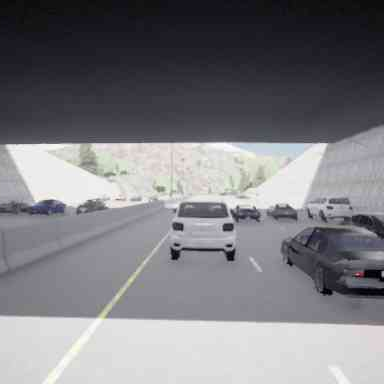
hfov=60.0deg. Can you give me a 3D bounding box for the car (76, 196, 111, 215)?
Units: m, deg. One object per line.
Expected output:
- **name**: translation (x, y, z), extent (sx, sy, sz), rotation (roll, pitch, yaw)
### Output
- **car**: translation (-9.735, 1.443, 32.470), extent (2.128, 1.511, 4.902), rotation (1, 0, 2)

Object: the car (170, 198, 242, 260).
- **car**: translation (0.415, 1.245, 12.796), extent (2.150, 2.045, 5.566), rotation (1, 0, 2)

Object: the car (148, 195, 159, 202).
- **car**: translation (-8.475, 1.483, 73.247), extent (2.128, 1.511, 4.902), rotation (1, 0, 2)

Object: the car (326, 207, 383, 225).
- **car**: translation (7.436, 1.600, 13.591), extent (1.837, 1.490, 4.892), rotation (1, 0, 2)

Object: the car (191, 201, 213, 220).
- **car**: translation (0.878, 1.579, 29.949), extent (1.812, 1.442, 4.674), rotation (1, 0, 1)

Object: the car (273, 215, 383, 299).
- **car**: translation (3.794, 1.599, 8.789), extent (2.033, 1.411, 5.357), rotation (1, 0, 2)

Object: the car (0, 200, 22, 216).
- **car**: translation (-16.770, 1.444, 31.333), extent (1.994, 1.385, 4.181), rotation (1, 0, 2)

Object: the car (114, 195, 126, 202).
- **car**: translation (-15.511, 1.364, 72.058), extent (1.882, 1.535, 5.008), rotation (1, 0, 2)

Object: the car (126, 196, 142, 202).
- **car**: translation (-12.025, 1.467, 71.541), extent (2.033, 1.411, 5.357), rotation (1, 0, 2)

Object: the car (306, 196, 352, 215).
- **car**: translation (11.330, 1.376, 27.717), extent (2.150, 2.045, 5.566), rotation (1, 0, 2)

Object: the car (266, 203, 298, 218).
- **car**: translation (7.874, 1.686, 29.413), extent (1.994, 1.385, 4.181), rotation (1, 0, 2)

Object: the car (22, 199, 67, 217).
- **car**: translation (-13.285, 1.391, 30.796), extent (1.882, 1.535, 5.008), rotation (1, 0, 2)

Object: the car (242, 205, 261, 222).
- **car**: translation (4.310, 1.684, 27.267), extent (1.895, 1.301, 4.718), rotation (1, 0, 2)
